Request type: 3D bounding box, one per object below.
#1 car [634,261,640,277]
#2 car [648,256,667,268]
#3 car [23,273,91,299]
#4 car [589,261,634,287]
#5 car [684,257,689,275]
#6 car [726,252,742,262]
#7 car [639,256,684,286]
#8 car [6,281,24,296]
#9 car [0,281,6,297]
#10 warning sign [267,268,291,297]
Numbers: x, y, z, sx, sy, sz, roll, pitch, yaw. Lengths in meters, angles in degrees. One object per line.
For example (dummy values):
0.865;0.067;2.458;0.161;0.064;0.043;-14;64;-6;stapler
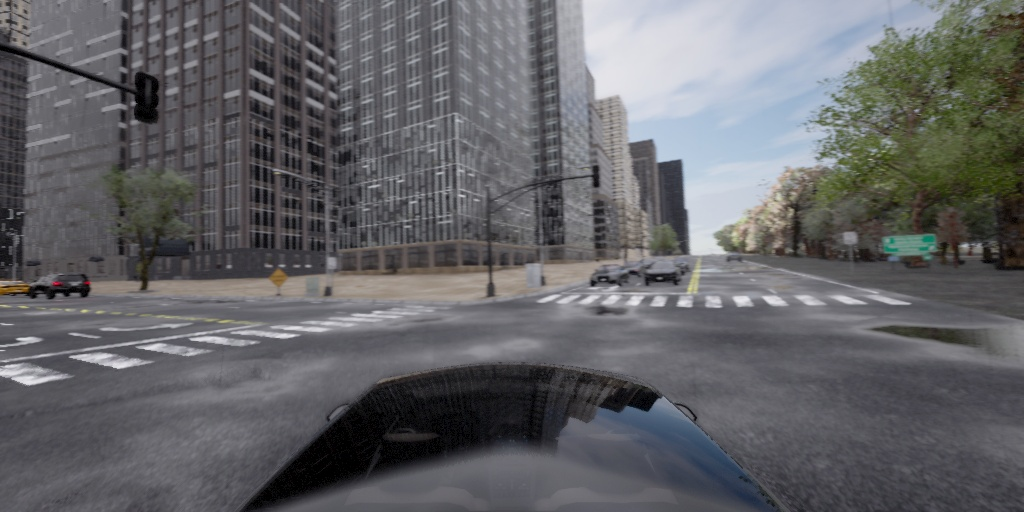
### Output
10.900;1.132;32.251;2.033;1.411;5.357;-3;-1;28;car
20.477;0.810;50.273;1.882;1.535;5.008;-3;-1;28;car
-38.328;2.532;30.418;5.566;2.045;2.150;-2;-2;22;car
6.596;1.261;24.081;1.994;1.385;4.181;-3;-1;28;car
14.151;1.016;31.453;1.895;1.301;4.718;-3;-1;28;car
34.153;0.161;55.233;2.128;1.511;4.902;-1;0;28;car
9.792;1.006;23.191;1.882;1.535;5.008;-3;-1;28;car
-48.274;3.128;34.240;5.008;1.535;1.882;-2;-2;21;car
-44.145;2.856;29.257;5.008;1.535;1.882;-2;-2;22;car
-15.562;1.752;23.923;1.060;1.860;1.300;0;0;24;warning sign
